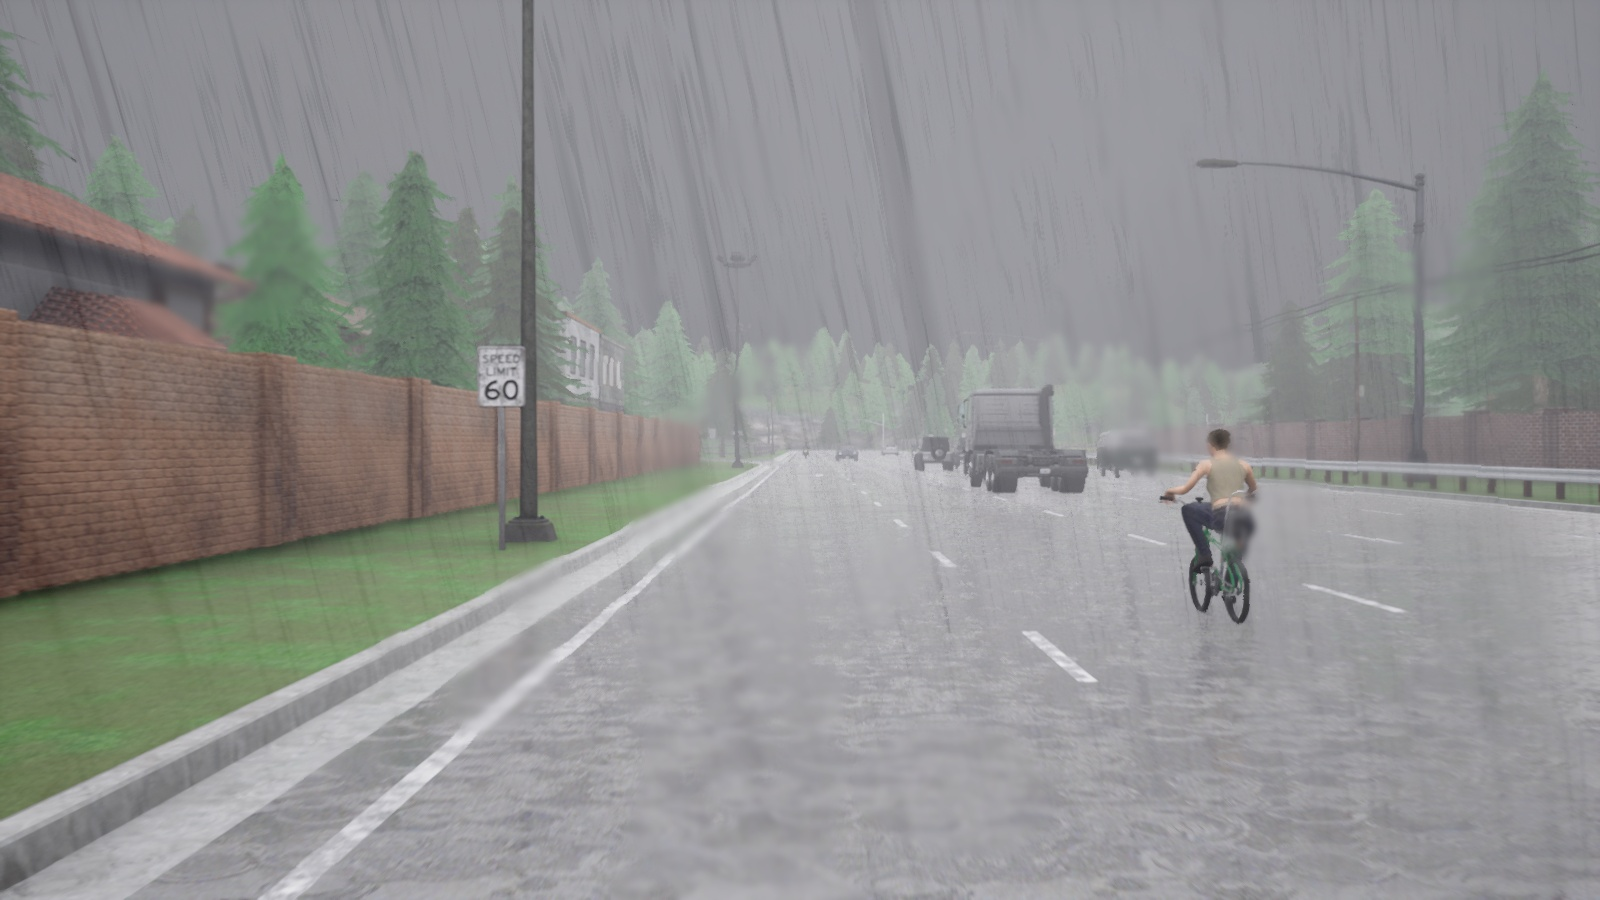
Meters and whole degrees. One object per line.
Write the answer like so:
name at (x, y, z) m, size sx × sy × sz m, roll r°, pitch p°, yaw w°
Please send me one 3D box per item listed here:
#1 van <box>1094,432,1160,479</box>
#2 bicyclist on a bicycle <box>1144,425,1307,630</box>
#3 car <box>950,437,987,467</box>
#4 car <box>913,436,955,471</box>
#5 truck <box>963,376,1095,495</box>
van at (14.270, 0.214, 55.011) m, size 1.775 × 1.987 × 4.442 m, roll 0°, pitch 0°, yaw 0°
bicyclist on a bicycle at (3.556, 0.631, 10.643) m, size 0.866 × 1.612 × 1.509 m, roll 0°, pitch -2°, yaw 0°
car at (10.893, 0.112, 81.469) m, size 1.905 × 1.878 × 3.866 m, roll 0°, pitch 0°, yaw 0°
car at (7.335, 0.178, 68.845) m, size 1.905 × 1.878 × 3.866 m, roll 0°, pitch 0°, yaw 0°
truck at (7.200, -0.447, 40.635) m, size 2.891 × 3.462 × 7.936 m, roll 0°, pitch 0°, yaw 0°
